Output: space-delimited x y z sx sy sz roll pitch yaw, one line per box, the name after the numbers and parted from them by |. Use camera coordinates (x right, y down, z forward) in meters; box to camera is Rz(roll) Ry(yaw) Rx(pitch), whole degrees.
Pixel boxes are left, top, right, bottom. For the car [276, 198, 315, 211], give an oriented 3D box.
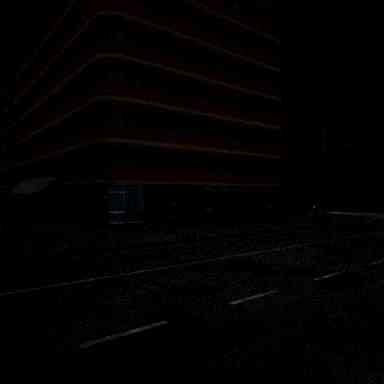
12.509 1.492 40.026 2.128 1.511 4.902 0 0 -38 | car
